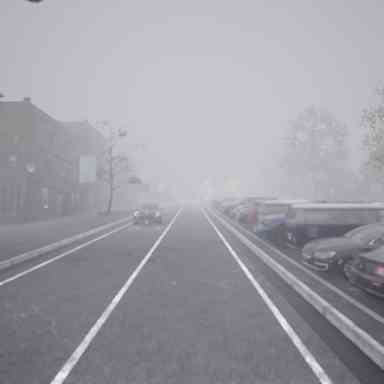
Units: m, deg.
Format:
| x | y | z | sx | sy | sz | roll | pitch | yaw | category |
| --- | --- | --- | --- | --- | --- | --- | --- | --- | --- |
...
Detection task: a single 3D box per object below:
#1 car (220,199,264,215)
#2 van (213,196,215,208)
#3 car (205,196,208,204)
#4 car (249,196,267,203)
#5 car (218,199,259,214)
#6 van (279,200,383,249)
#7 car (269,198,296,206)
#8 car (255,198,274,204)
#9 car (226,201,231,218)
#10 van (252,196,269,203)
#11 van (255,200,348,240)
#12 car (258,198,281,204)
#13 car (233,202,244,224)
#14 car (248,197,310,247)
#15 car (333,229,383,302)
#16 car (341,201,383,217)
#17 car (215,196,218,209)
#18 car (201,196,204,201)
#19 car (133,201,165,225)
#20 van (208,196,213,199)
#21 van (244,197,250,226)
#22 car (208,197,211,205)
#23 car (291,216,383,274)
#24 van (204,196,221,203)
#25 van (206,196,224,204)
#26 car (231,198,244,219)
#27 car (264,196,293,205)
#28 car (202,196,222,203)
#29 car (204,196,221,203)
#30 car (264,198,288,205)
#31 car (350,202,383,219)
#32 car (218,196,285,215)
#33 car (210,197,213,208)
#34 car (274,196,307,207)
| x | y | z | sx | sy | sz | roll | pitch | yaw | category |
| --- | --- | --- | --- | --- | --- | --- | --- | --- | --- |
| 5.590 | 1.682 | 37.602 | 4.553 | 1.767 | 2.185 | 0 | 0 | 0 | car |
| 5.483 | 1.638 | 46.012 | 4.442 | 1.987 | 1.878 | 0 | 0 | 0 | van |
| 5.743 | 1.973 | 62.830 | 5.366 | 1.575 | 1.946 | 0 | 0 | 0 | car |
| 18.536 | 2.131 | 93.719 | 4.553 | 1.767 | 2.185 | 0 | -1 | 0 | car |
| 5.583 | 1.701 | 40.405 | 4.553 | 1.767 | 2.185 | 0 | 0 | 0 | car |
| 5.801 | 1.413 | 12.376 | 4.442 | 1.987 | 1.878 | 0 | -1 | 0 | van |
| 18.618 | 2.011 | 68.655 | 5.008 | 1.535 | 2.097 | 0 | 0 | 0 | car |
| 18.580 | 2.211 | 85.365 | 4.674 | 1.452 | 2.002 | 0 | -1 | 0 | car |
| 5.640 | 1.791 | 29.191 | 4.674 | 1.452 | 2.002 | 0 | 0 | 0 | car |
| 18.688 | 2.000 | 90.940 | 4.442 | 1.987 | 1.878 | 0 | -1 | 0 | van |
| 5.787 | 1.450 | 17.980 | 4.442 | 1.987 | 1.878 | 0 | 0 | 0 | van |
| 18.589 | 2.115 | 79.794 | 5.008 | 1.535 | 2.097 | 0 | -1 | 0 | car |
| 5.650 | 1.715 | 23.585 | 4.892 | 1.521 | 2.231 | 0 | 0 | 0 | car |
| 5.649 | 1.406 | 15.176 | 5.566 | 2.045 | 2.435 | 0 | 0 | 0 | car |
| 5.696 | 1.628 | 6.762 | 4.674 | 1.452 | 2.002 | 0 | -1 | 0 | car |
| 18.713 | 1.783 | 35.202 | 4.892 | 1.521 | 2.231 | 0 | 0 | 0 | car |
| 5.600 | 1.538 | 34.799 | 5.566 | 2.045 | 2.435 | 0 | 0 | 0 | car |
| 5.551 | 1.845 | 76.845 | 5.566 | 2.045 | 2.435 | 0 | -1 | 0 | car |
| -3.279 | 1.609 | 26.167 | 2.097 | 1.767 | 4.553 | 0 | 0 | 0 | car |
| 5.455 | 1.713 | 57.224 | 4.442 | 1.987 | 1.878 | 0 | 0 | 0 | van |
| 5.780 | 1.469 | 20.783 | 4.442 | 1.987 | 1.878 | 0 | 0 | 0 | van |
| 5.550 | 1.950 | 54.420 | 4.792 | 1.488 | 2.163 | 0 | 0 | 0 | car |
| 5.698 | 1.614 | 9.566 | 4.892 | 1.521 | 2.231 | 0 | -1 | 0 | car |
| 5.381 | 1.982 | 88.058 | 4.442 | 1.987 | 1.878 | 0 | -1 | 0 | van |
| 5.625 | 1.926 | 82.452 | 4.442 | 1.987 | 1.878 | 0 | -1 | 0 | van |
| 5.681 | 1.607 | 26.389 | 4.553 | 1.767 | 2.185 | 0 | 0 | 0 | car |
| 18.587 | 1.783 | 71.443 | 5.566 | 2.045 | 2.435 | 0 | -1 | 0 | car |
| 5.516 | 2.015 | 93.663 | 5.566 | 2.045 | 2.435 | 0 | -1 | 0 | car |
| 5.460 | 2.110 | 90.861 | 4.553 | 1.767 | 2.185 | 0 | -1 | 0 | car |
| 18.638 | 2.090 | 74.224 | 4.792 | 1.488 | 2.163 | 0 | -1 | 0 | car |
| 18.529 | 1.760 | 32.425 | 5.366 | 1.575 | 1.946 | 0 | 0 | 0 | car |
| 5.607 | 1.519 | 31.996 | 5.566 | 2.045 | 2.435 | 0 | 0 | 0 | car |
| 5.588 | 1.882 | 48.814 | 5.008 | 1.535 | 2.097 | 0 | 0 | 0 | car |
| 18.608 | 1.717 | 63.088 | 5.566 | 2.045 | 2.435 | 0 | 0 | 0 | car |
